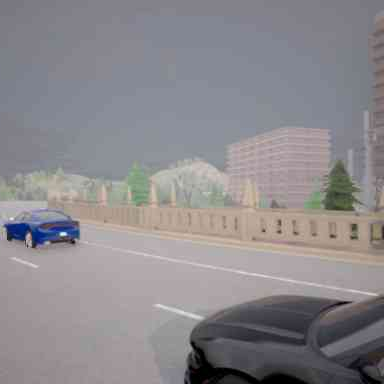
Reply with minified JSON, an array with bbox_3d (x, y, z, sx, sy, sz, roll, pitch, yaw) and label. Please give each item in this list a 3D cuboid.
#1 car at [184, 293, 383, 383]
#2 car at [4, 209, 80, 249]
[{"bbox_3d":[2.234,1.493,2.519,5.008,1.535,1.882,0,0,35],"label":"car"},{"bbox_3d":[-6.846,1.521,14.931,1.882,1.535,5.008,0,0,-45],"label":"car"}]
